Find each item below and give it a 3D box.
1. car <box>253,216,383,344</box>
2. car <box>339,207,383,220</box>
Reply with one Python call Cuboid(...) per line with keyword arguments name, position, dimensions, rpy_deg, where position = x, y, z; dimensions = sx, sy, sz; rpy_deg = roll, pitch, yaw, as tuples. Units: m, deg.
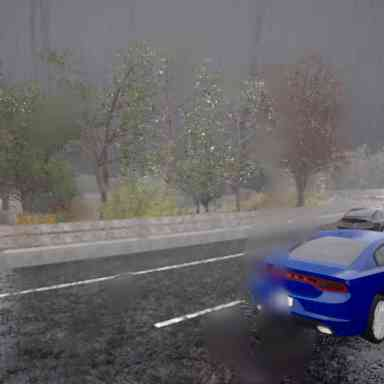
Cuboid(name="car", position=(3.360, 1.484, 6.555), dimensions=(5.008, 1.535, 1.882), rpy_deg=(0, 0, -38))
Cuboid(name="car", position=(8.699, 1.517, 16.121), dimensions=(4.892, 1.490, 1.837), rpy_deg=(0, 0, -45))
